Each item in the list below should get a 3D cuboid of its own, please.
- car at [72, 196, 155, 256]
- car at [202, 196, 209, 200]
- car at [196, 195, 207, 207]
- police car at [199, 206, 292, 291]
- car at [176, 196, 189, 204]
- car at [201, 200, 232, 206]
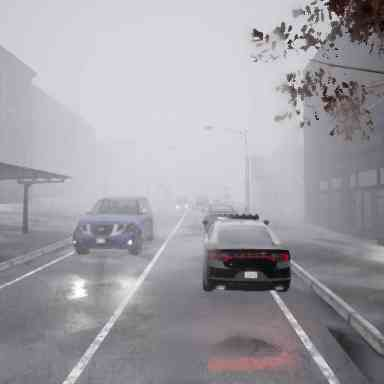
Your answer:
[{"bbox_3d":[-2.849,1.190,13.400,2.150,2.045,5.566,0,0,2],"label":"car"},{"bbox_3d":[1.826,1.348,25.193,1.801,1.575,5.366,0,0,2],"label":"car"},{"bbox_3d":[1.569,1.392,45.902,1.895,1.301,4.718,0,0,2],"label":"car"},{"bbox_3d":[1.245,1.412,9.108,1.930,1.638,5.238,0,0,2],"label":"police car"},{"bbox_3d":[-1.579,1.363,55.123,1.895,1.301,4.718,0,0,2],"label":"car"},{"bbox_3d":[1.604,1.437,19.001,1.837,1.490,4.892,0,0,2],"label":"car"}]
